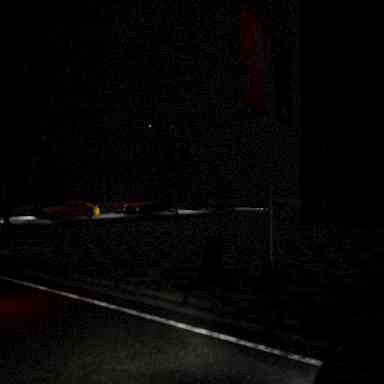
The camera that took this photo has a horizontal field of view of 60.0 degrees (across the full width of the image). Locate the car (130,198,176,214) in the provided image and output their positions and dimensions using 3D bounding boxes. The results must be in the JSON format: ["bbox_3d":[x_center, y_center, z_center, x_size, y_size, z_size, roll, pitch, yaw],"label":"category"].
[{"bbox_3d":[-3.822,1.603,36.312,4.902,1.511,2.128,0,0,-41],"label":"car"}]

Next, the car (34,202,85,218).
[{"bbox_3d":[-12.939,1.695,32.630,4.181,1.385,1.994,0,0,-41],"label":"car"}]

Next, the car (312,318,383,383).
[{"bbox_3d":[2.889,1.340,1.589,4.553,1.767,2.097,-1,0,36],"label":"car"}]

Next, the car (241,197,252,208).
[{"bbox_3d":[8.799,1.597,51.668,4.902,1.511,2.128,0,0,-41],"label":"car"}]

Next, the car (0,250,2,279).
[{"bbox_3d":[-6.625,1.546,8.186,5.008,1.535,1.882,0,0,36],"label":"car"}]

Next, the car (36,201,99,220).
[{"bbox_3d":[-10.959,1.600,30.036,5.008,1.535,1.882,0,0,-43],"label":"car"}]

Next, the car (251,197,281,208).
[{"bbox_3d":[11.428,1.622,49.648,4.674,1.442,1.812,0,0,-40],"label":"car"}]

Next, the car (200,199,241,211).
[{"bbox_3d":[3.753,1.703,42.959,4.718,1.301,1.895,0,0,-41],"label":"car"}]

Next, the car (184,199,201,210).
[{"bbox_3d":[0.990,1.637,44.857,4.674,1.442,1.812,0,0,-41],"label":"car"}]

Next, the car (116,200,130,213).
[{"bbox_3d":[-6.398,1.473,38.373,4.553,1.767,2.097,0,0,-42],"label":"car"}]
